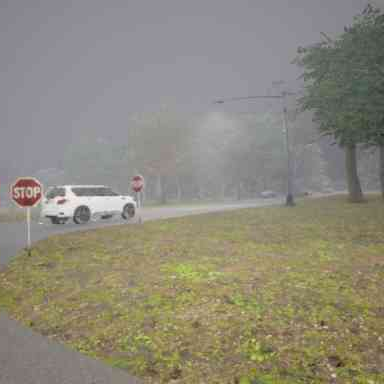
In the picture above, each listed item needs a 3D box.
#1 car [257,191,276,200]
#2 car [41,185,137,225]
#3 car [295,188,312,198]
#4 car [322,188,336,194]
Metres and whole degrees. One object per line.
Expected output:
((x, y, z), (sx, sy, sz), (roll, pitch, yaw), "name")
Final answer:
((13.145, 0.492, 58.482), (1.882, 1.535, 5.008), (-4, -1, 34), "car")
((-5.589, 0.661, 18.708), (2.150, 2.045, 5.566), (-4, -1, 34), "car")
((17.935, 0.155, 53.349), (2.128, 1.511, 4.902), (-3, -1, 32), "car")
((35.338, -0.345, 84.874), (1.994, 1.385, 4.181), (-4, -1, 33), "car")
